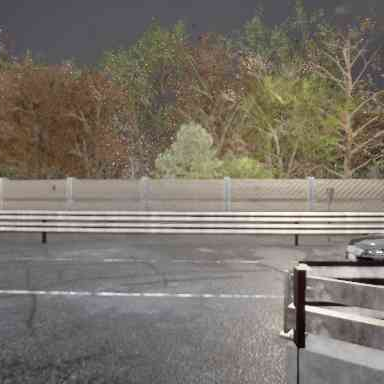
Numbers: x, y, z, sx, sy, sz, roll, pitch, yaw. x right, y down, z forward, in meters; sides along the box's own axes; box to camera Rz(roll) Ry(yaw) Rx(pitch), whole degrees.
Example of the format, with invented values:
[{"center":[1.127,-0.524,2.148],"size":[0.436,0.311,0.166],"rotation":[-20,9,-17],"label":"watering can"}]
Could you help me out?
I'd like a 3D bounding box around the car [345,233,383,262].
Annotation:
[{"center":[6.736,1.493,8.988],"size":[4.902,1.511,2.128],"rotation":[0,0,-2],"label":"car"}]
